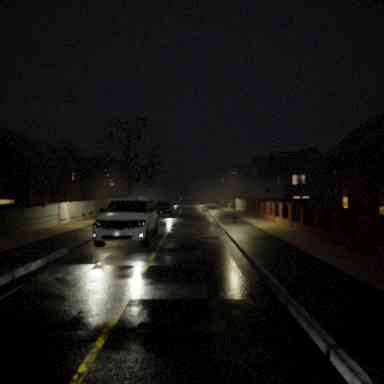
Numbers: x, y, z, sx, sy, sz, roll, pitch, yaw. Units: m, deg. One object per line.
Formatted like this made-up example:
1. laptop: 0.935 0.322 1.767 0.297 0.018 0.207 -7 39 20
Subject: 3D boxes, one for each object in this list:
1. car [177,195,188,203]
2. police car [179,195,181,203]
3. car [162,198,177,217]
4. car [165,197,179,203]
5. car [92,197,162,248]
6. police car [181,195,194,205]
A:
1. car: -2.458 1.803 85.306 2.150 2.045 5.566 0 -1 -7
2. police car: -1.730 1.923 79.390 1.930 1.638 5.238 0 -1 -7
3. car: -2.755 1.601 32.209 1.837 1.490 4.892 0 -1 0
4. car: -3.945 1.874 64.977 1.812 1.442 4.674 0 -1 -4
5. car: -2.842 1.244 15.334 2.150 2.045 5.566 0 0 0
6. police car: -0.709 1.801 69.377 1.930 1.638 5.238 0 -1 -5
